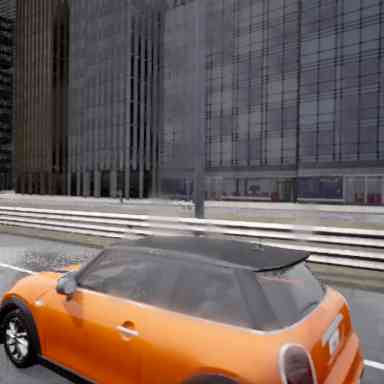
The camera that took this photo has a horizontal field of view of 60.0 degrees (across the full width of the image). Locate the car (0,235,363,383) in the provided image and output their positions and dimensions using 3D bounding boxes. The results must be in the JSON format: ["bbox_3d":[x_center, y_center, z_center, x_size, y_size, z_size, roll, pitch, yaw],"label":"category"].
[{"bbox_3d":[-0.465,1.342,4.201,4.553,1.767,2.097,0,0,35],"label":"car"}]
